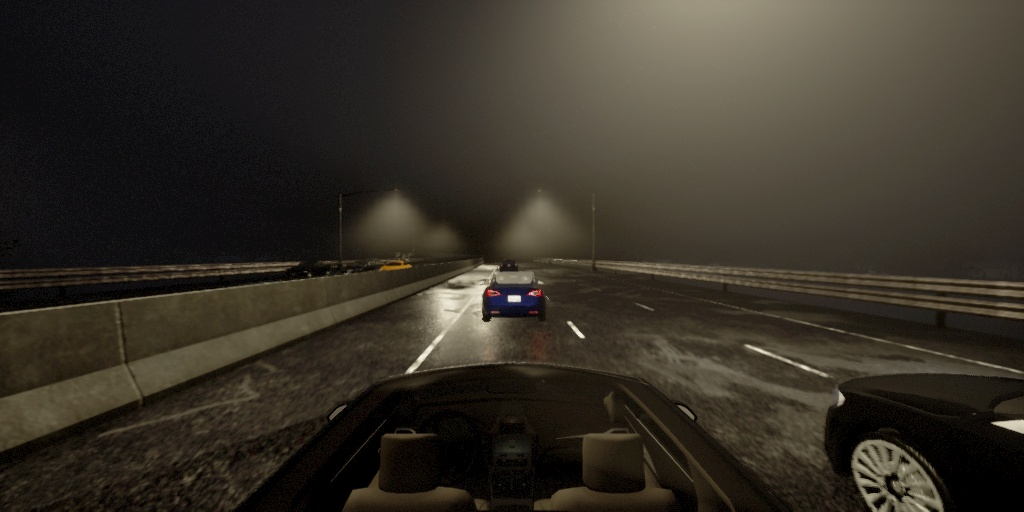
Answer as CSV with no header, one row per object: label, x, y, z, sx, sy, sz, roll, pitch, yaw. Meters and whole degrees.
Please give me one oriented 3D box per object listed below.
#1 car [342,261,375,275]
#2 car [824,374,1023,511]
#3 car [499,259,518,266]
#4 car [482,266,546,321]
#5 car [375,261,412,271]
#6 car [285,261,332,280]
car,-14.421,1.241,34.231,2.128,1.511,4.902,0,0,-1
car,3.593,1.241,1.055,2.128,1.511,4.902,0,0,0
car,-0.388,1.094,41.950,2.097,1.767,4.553,0,0,-1
car,0.053,1.255,12.497,2.163,1.488,4.792,0,0,0
car,-10.918,1.226,33.972,1.882,1.535,5.008,0,0,-1
car,-17.876,1.228,31.686,1.882,1.535,5.008,0,0,-1
